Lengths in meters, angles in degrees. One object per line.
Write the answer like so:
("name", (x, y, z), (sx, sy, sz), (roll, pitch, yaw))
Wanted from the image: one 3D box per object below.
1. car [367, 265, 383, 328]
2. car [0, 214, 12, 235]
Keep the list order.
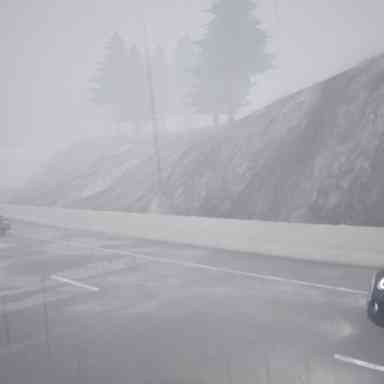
("car", (5.080, 1.372, 4.752), (4.553, 1.767, 2.097), (0, 0, 35))
("car", (-11.762, 1.608, 18.352), (5.357, 1.411, 2.033), (0, 0, 43))
